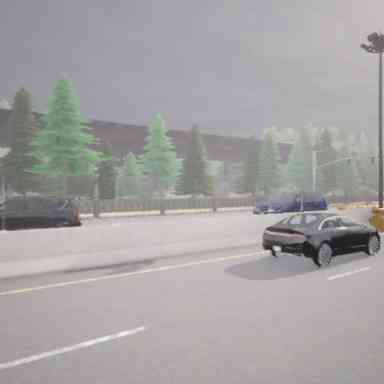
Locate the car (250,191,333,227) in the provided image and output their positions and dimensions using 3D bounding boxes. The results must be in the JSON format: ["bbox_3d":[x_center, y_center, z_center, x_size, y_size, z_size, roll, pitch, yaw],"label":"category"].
[{"bbox_3d":[6.464,0.970,21.367,5.566,2.045,2.150,0,0,-35],"label":"car"}]

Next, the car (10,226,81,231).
[{"bbox_3d":[-8.065,1.213,15.427,5.566,2.045,2.150,0,0,-35],"label":"car"}]

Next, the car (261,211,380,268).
[{"bbox_3d":[4.490,1.455,11.242,4.902,1.511,2.128,0,0,-35],"label":"car"}]
